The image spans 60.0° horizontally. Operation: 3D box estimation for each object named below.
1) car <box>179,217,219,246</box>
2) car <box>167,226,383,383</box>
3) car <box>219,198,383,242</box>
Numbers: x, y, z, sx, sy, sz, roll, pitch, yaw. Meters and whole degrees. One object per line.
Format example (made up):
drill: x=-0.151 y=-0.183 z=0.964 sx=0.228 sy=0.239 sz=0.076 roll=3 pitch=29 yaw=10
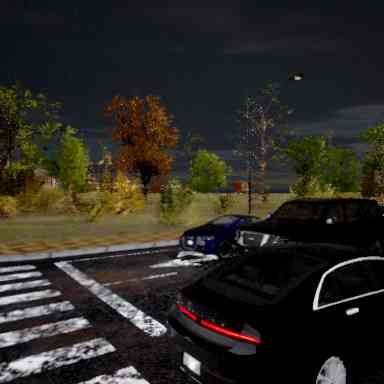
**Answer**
car: x=1.600 y=1.555 z=12.598 sx=4.181 sy=1.385 sz=1.994 roll=0 pitch=0 yaw=-34
car: x=1.989 y=1.502 z=4.784 sx=4.892 sy=1.490 sz=1.837 roll=0 pitch=0 yaw=-35
car: x=3.767 y=1.216 z=10.151 sx=5.566 sy=2.045 sz=2.150 roll=0 pitch=0 yaw=-34
